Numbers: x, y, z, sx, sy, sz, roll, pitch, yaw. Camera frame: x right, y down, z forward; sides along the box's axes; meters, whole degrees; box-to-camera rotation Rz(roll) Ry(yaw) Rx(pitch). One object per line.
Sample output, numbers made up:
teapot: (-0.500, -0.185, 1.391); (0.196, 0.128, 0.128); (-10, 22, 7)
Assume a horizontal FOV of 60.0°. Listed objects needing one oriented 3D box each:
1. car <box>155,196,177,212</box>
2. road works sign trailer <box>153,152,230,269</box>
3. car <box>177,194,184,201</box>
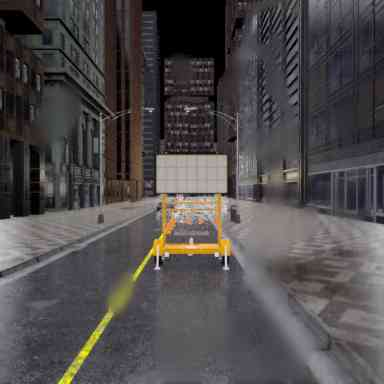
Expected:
car: (-3.144, 1.525, 39.501); (1.812, 1.442, 4.674); (0, 0, 0)
road works sign trailer: (-0.007, 0.464, 11.069); (2.380, 3.560, 2.880); (0, 0, 0)
car: (-3.096, 1.355, 85.512); (2.097, 1.767, 4.553); (0, 0, 0)
